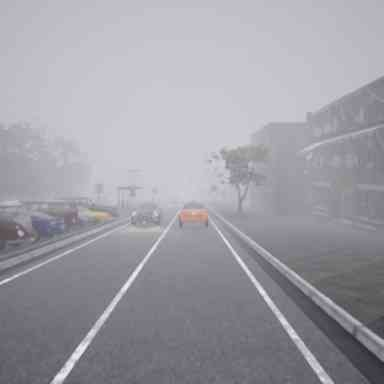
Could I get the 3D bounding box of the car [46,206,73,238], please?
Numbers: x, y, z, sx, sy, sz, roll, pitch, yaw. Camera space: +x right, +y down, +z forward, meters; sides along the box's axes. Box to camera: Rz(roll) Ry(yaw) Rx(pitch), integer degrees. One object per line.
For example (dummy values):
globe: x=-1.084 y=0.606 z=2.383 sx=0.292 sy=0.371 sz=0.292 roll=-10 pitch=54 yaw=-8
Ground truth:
car: x=-8.949 y=1.640 z=16.649 sx=5.008 sy=1.535 sz=2.097 roll=0 pitch=0 yaw=0

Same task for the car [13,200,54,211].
car: x=-22.042 y=1.819 z=46.415 sx=4.674 sy=1.452 sz=2.002 roll=0 pitch=0 yaw=0

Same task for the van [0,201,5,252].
van: x=-9.069 y=1.383 z=11.042 sx=4.442 sy=1.987 sz=1.878 roll=0 pitch=0 yaw=0

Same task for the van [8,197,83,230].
van: x=-9.072 y=1.427 z=19.454 sx=4.442 sy=1.987 sz=1.878 roll=0 pitch=0 yaw=0

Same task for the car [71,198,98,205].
car: x=-22.082 y=1.921 z=68.620 sx=4.792 sy=1.488 sz=2.163 roll=0 pitch=0 yaw=0

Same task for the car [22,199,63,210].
car: x=-22.041 y=1.792 z=49.193 sx=5.008 sy=1.535 sz=2.097 roll=0 pitch=0 yaw=0

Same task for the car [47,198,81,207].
car: x=-22.055 y=1.833 z=57.519 sx=5.008 sy=1.535 sz=2.097 roll=0 pitch=0 yaw=0

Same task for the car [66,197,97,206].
car: x=-21.866 y=1.873 z=65.843 sx=5.366 sy=1.575 sz=1.946 roll=0 pitch=0 yaw=0

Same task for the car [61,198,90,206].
car: x=-22.080 y=1.891 z=63.069 sx=4.792 sy=1.488 sz=2.163 roll=0 pitch=0 yaw=0

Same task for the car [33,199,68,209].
car: x=-22.045 y=1.846 z=51.968 sx=4.674 sy=1.452 sz=2.002 roll=0 pitch=0 yaw=0

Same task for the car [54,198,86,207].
car: x=-22.044 y=1.848 z=60.294 sx=4.892 sy=1.521 sz=2.231 roll=0 pitch=0 yaw=0

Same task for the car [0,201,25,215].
car: x=-22.013 y=1.770 z=38.090 sx=4.792 sy=1.488 sz=2.163 roll=0 pitch=0 yaw=0

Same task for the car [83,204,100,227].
car: x=-8.959 y=1.706 z=22.256 sx=4.674 sy=1.452 sz=2.002 roll=0 pitch=0 yaw=0

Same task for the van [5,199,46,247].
van: x=-8.837 y=1.401 z=13.843 sx=4.442 sy=1.987 sz=1.878 roll=0 pitch=0 yaw=0

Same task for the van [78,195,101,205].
van: x=-21.937 y=1.680 z=71.395 sx=4.442 sy=1.987 sz=1.878 roll=0 pitch=0 yaw=0

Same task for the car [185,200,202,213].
car: x=0.141 y=1.817 z=41.834 sx=2.033 sy=1.411 sz=5.357 roll=0 pitch=0 yaw=0

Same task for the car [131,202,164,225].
car: x=-3.323 y=1.543 z=25.443 sx=2.097 sy=1.767 sz=4.553 roll=0 pitch=0 yaw=0

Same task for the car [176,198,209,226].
car: x=0.124 y=1.544 z=25.253 sx=2.097 sy=1.767 sz=4.553 roll=0 pitch=0 yaw=0

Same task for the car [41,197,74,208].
car: x=-22.079 y=1.694 z=54.744 sx=4.553 sy=1.767 sz=2.185 roll=0 pitch=0 yaw=0

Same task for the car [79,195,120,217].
car: x=-8.930 y=1.440 z=27.864 sx=5.566 sy=2.045 sz=2.435 roll=0 pitch=0 yaw=0

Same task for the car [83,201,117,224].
car: x=-8.772 y=1.676 z=25.059 sx=5.366 sy=1.575 sz=1.946 roll=0 pitch=0 yaw=0

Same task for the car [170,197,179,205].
car: x=-3.197 y=1.756 z=65.978 sx=1.837 sy=1.490 sz=4.892 roll=0 pitch=0 yaw=0
